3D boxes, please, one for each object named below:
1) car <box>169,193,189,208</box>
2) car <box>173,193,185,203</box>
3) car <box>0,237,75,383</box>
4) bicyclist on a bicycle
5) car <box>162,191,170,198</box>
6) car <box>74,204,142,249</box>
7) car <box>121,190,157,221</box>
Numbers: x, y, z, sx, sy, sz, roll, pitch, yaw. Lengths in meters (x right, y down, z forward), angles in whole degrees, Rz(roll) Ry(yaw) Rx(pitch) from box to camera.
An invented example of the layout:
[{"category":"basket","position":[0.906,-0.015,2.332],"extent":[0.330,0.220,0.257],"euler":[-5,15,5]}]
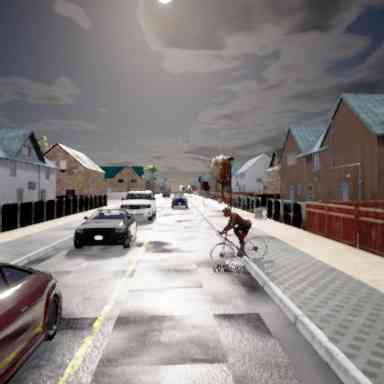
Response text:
[{"category":"car","position":[-1.412,1.064,38.125],"extent":[1.812,1.442,4.674],"euler":[0,1,-2]},{"category":"car","position":[-1.946,0.937,51.007],"extent":[1.812,1.442,4.674],"euler":[0,1,-2]},{"category":"car","position":[-2.938,1.519,3.516],"extent":[1.994,1.385,4.181],"euler":[0,1,-3]},{"category":"bicyclist on a bicycle","position":[1.250,1.228,9.387],"extent":[1.656,1.620,0.582],"euler":[-10,1,-2]},{"category":"car","position":[-5.823,0.662,75.890],"extent":[1.837,1.490,4.892],"euler":[0,0,-2]},{"category":"car","position":[-3.360,1.387,13.564],"extent":[1.994,1.385,4.181],"euler":[0,1,-3]},{"category":"car","position":[-3.777,0.918,24.091],"extent":[2.150,2.045,5.566],"euler":[0,1,-2]}]
